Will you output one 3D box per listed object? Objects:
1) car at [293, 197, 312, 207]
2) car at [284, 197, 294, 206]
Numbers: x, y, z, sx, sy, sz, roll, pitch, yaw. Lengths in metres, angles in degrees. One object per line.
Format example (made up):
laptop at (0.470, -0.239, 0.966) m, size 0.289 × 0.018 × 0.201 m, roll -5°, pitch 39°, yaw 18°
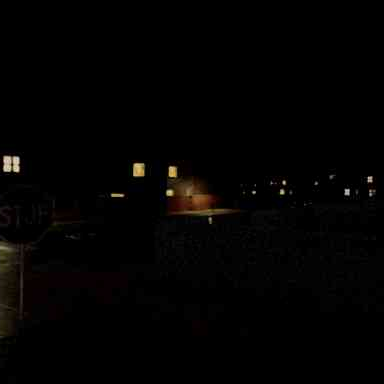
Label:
car at (15.284, 1.599, 45.420) m, size 1.994 × 1.385 × 4.181 m, roll 1°, pitch 0°, yaw 16°
car at (16.715, 1.523, 55.338) m, size 1.812 × 1.442 × 4.674 m, roll 1°, pitch 0°, yaw 2°
